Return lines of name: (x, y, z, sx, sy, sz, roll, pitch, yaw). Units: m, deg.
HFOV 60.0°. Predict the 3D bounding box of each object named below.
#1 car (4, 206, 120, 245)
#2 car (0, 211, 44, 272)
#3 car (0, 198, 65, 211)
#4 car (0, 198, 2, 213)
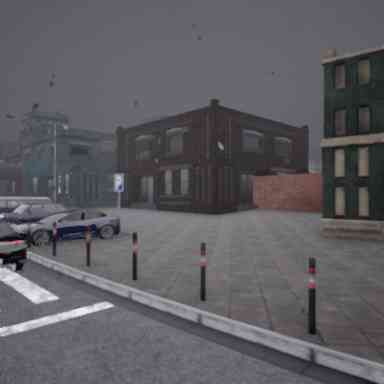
car: (-5.703, 1.566, 15.512, 4.792, 1.488, 2.163, 1, 0, -43)
car: (-6.560, 1.516, 9.942, 4.902, 1.511, 2.128, 0, 0, 45)
car: (-9.374, 1.408, 19.520, 4.553, 1.767, 2.185, 1, 0, -43)
car: (-22.567, 1.427, 33.828, 5.366, 1.575, 1.946, 1, 0, -43)
